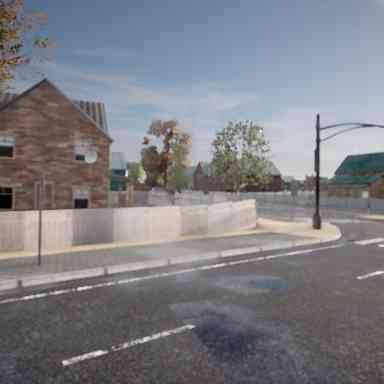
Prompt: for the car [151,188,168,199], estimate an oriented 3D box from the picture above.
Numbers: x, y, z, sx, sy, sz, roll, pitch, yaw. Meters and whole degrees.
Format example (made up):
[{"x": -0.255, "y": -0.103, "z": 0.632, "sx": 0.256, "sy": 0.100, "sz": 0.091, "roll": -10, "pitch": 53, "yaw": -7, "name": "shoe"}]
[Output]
[{"x": -6.149, "y": 0.250, "z": 61.901, "sx": 2.150, "sy": 2.045, "sz": 5.566, "roll": 1, "pitch": 1, "yaw": -21, "name": "car"}]
